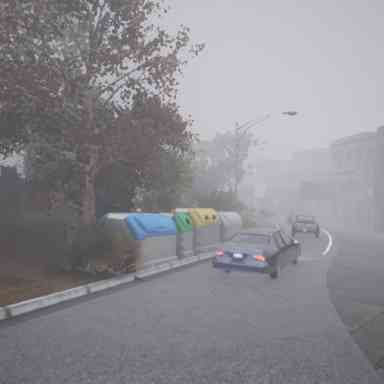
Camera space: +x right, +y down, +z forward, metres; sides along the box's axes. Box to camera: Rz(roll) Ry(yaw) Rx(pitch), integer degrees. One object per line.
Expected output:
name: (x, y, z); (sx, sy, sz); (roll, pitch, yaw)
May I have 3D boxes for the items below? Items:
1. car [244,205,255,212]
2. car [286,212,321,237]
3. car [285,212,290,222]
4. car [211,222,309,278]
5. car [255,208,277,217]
car: (11.434, 3.228, 67.254); (1.994, 1.385, 4.181); (0, 1, -7)
car: (8.633, 2.526, 25.212); (2.128, 1.511, 4.902); (1, -2, 20)
car: (12.223, 3.072, 39.699); (2.128, 1.511, 4.902); (0, -2, 8)
car: (2.511, 1.989, 11.782); (2.033, 1.411, 5.357); (1, -2, 28)
car: (12.701, 3.404, 56.088); (1.895, 1.301, 4.718); (0, 0, -4)
